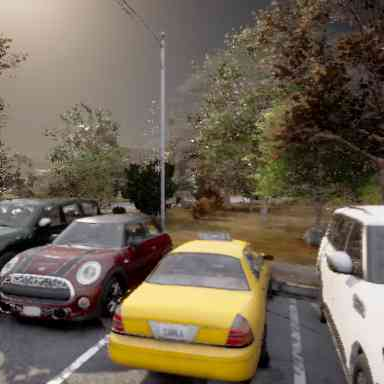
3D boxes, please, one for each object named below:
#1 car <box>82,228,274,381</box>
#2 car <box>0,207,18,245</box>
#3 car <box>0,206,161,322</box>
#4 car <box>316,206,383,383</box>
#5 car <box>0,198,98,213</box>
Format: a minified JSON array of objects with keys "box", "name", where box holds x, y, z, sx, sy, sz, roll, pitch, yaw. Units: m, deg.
[{"box":[0.461,1.487,5.992,1.946,1.575,5.366,0,-1,15],"name":"car"},{"box":[-9.355,1.418,12.575,2.231,1.521,4.892,0,-1,14],"name":"car"},{"box":[-2.001,1.350,7.546,2.185,1.767,4.553,1,0,15],"name":"car"},{"box":[2.851,1.239,4.063,2.435,2.045,5.566,1,-1,15],"name":"car"},{"box":[-4.449,1.205,9.183,2.435,2.045,5.566,1,0,15],"name":"car"}]
